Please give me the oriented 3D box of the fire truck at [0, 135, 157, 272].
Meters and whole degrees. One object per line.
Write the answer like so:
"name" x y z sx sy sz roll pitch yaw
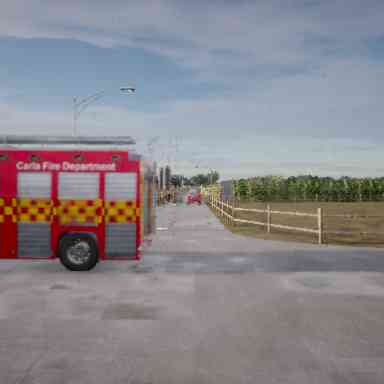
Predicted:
"fire truck" -5.476 0.276 10.393 8.468 3.827 2.891 1 1 1

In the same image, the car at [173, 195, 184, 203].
"car" -2.377 1.254 59.500 2.033 1.411 5.357 0 0 0

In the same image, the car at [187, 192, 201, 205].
"car" 0.340 0.959 54.097 2.150 2.045 5.566 0 0 0

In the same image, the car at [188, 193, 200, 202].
"car" 0.405 1.045 64.458 2.097 1.767 4.553 0 0 0
